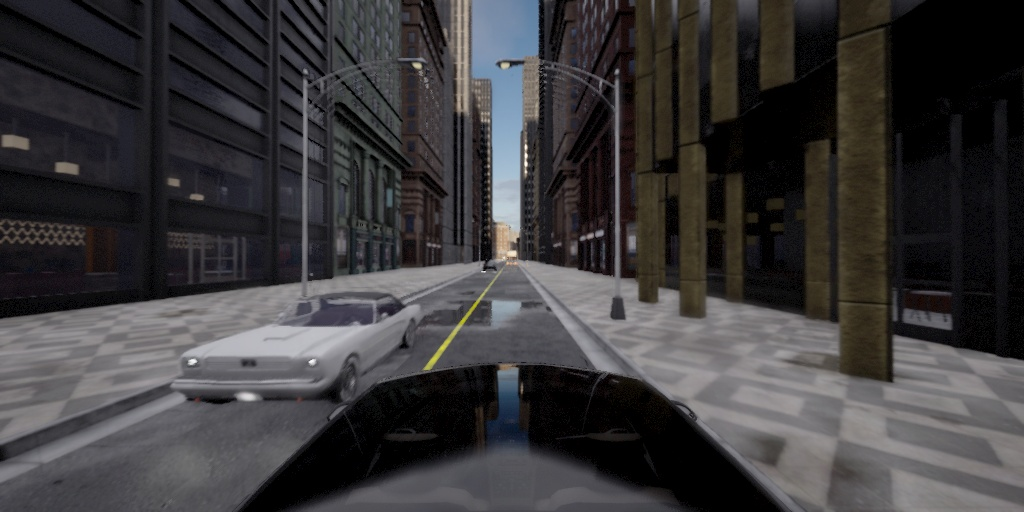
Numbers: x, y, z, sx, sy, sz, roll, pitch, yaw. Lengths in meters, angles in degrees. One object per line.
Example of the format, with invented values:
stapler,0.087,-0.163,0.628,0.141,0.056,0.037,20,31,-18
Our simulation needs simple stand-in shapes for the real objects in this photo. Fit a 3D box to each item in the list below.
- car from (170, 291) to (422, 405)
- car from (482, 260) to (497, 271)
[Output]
car,-3.103,1.356,6.424,1.895,1.301,4.718,0,0,0
car,-3.103,1.364,50.266,1.837,1.490,4.892,0,-1,0
